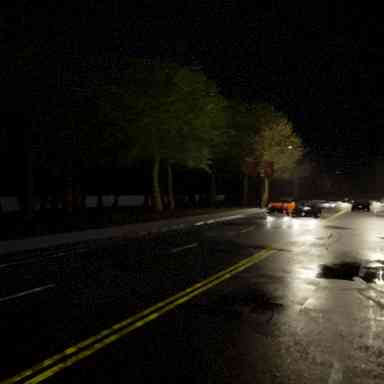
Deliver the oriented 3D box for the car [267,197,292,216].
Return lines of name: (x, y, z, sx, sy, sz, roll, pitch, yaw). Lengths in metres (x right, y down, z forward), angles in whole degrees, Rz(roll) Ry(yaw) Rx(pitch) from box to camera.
car: (9.109, 1.407, 33.660, 2.097, 1.767, 4.553, 0, 0, 29)

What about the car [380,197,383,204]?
car: (37.285, 1.628, 63.866, 1.812, 1.442, 4.674, 0, 0, 29)

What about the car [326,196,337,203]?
car: (28.883, 1.490, 68.819, 2.128, 1.511, 4.902, 0, 0, 29)

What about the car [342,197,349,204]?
car: (30.616, 1.649, 65.241, 2.033, 1.411, 5.357, 0, 0, 29)

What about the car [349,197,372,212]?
car: (20.428, 1.525, 40.116, 1.882, 1.535, 5.008, 0, 0, 29)

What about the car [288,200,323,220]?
car: (9.915, 1.598, 28.479, 1.994, 1.385, 4.181, 0, 0, 30)

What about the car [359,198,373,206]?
car: (29.358, 1.690, 56.083, 1.895, 1.301, 4.718, 0, 0, 29)
